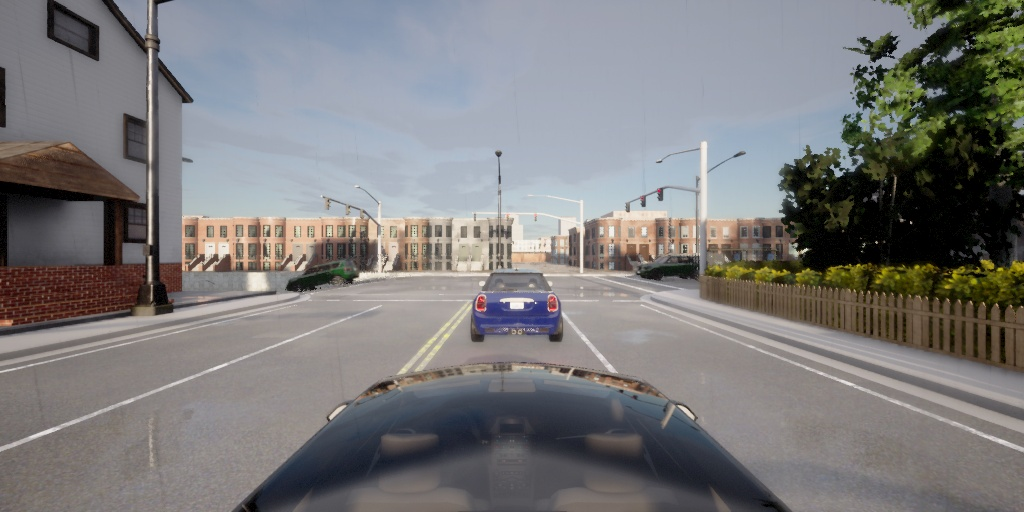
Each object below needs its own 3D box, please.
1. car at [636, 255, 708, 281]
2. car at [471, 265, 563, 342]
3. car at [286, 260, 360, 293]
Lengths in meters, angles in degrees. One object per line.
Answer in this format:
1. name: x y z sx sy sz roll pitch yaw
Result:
1. car: 13.139 0.972 29.499 5.566 2.045 2.150 0 0 -4
2. car: 0.109 1.102 9.948 2.097 1.767 4.553 0 0 0
3. car: -15.547 1.703 29.558 5.566 2.045 2.150 -11 0 0
